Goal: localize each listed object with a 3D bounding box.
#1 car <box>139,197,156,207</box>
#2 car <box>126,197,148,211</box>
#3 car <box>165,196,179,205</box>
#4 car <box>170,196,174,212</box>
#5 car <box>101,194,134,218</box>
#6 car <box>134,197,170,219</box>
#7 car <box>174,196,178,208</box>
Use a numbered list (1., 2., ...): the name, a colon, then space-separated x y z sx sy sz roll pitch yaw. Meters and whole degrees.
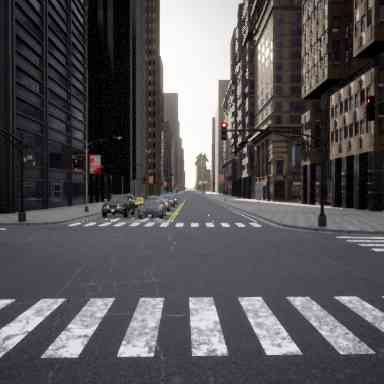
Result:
1. car: -6.687 1.496 50.554 1.994 1.385 4.181 0 0 0
2. car: -6.663 1.428 40.663 1.882 1.535 5.008 0 0 0
3. car: -3.422 1.465 58.478 2.033 1.411 5.357 0 0 0
4. car: -3.418 1.481 38.036 1.812 1.442 4.674 0 0 0
5. car: -6.654 1.190 30.658 2.150 2.045 5.566 0 0 0
6. car: -3.399 1.323 29.054 2.097 1.767 4.553 0 0 0
7. car: -3.443 1.501 48.061 1.994 1.385 4.181 0 0 -1
